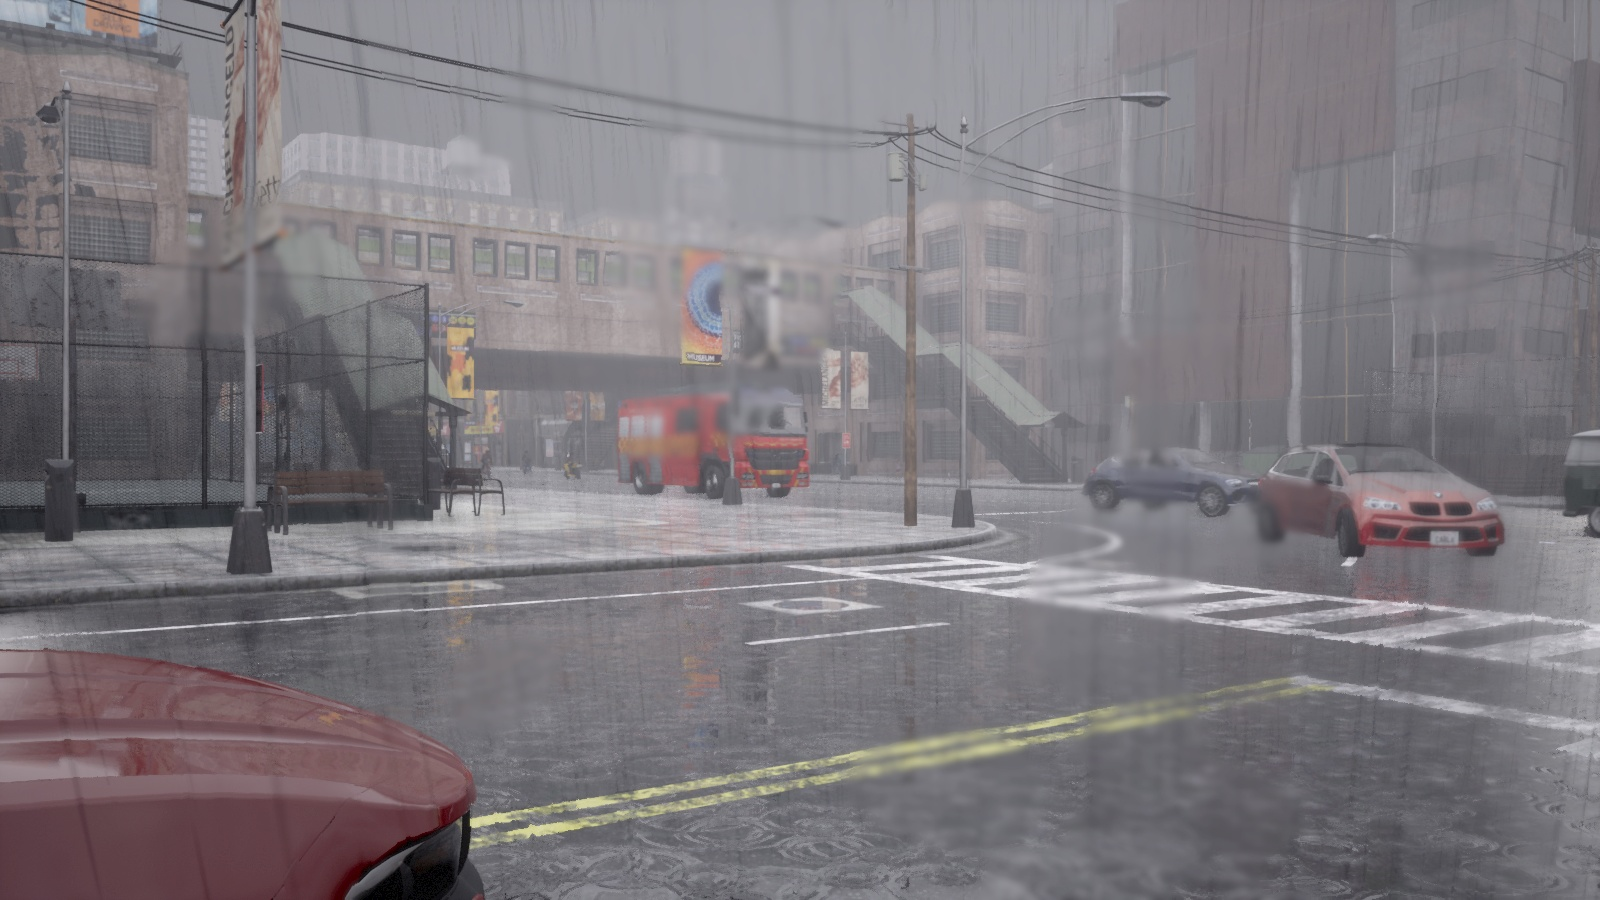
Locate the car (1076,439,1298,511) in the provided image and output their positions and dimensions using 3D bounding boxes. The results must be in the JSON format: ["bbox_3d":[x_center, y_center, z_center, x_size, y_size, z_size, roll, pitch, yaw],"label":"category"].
[{"bbox_3d":[9.508,0.580,31.253,2.152,1.651,5.027,0,0,-35],"label":"car"}]

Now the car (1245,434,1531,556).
[{"bbox_3d":[8.866,0.618,19.482,2.242,1.667,4.611,0,0,0],"label":"car"}]

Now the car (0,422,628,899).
[{"bbox_3d":[-2.898,0.733,1.605,5.008,1.535,1.882,0,0,-36],"label":"car"}]

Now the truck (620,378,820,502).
[{"bbox_3d":[-2.971,-0.308,43.116,2.891,3.827,8.468,0,0,-35],"label":"truck"}]

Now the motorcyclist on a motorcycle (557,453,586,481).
[{"bbox_3d":[-12.648,0.924,69.548,0.797,1.523,2.044,0,0,-34],"label":"motorcyclist on a motorcycle"}]

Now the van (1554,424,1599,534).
[{"bbox_3d":[15.968,0.517,21.930,1.775,1.987,4.442,0,0,-35],"label":"van"}]
